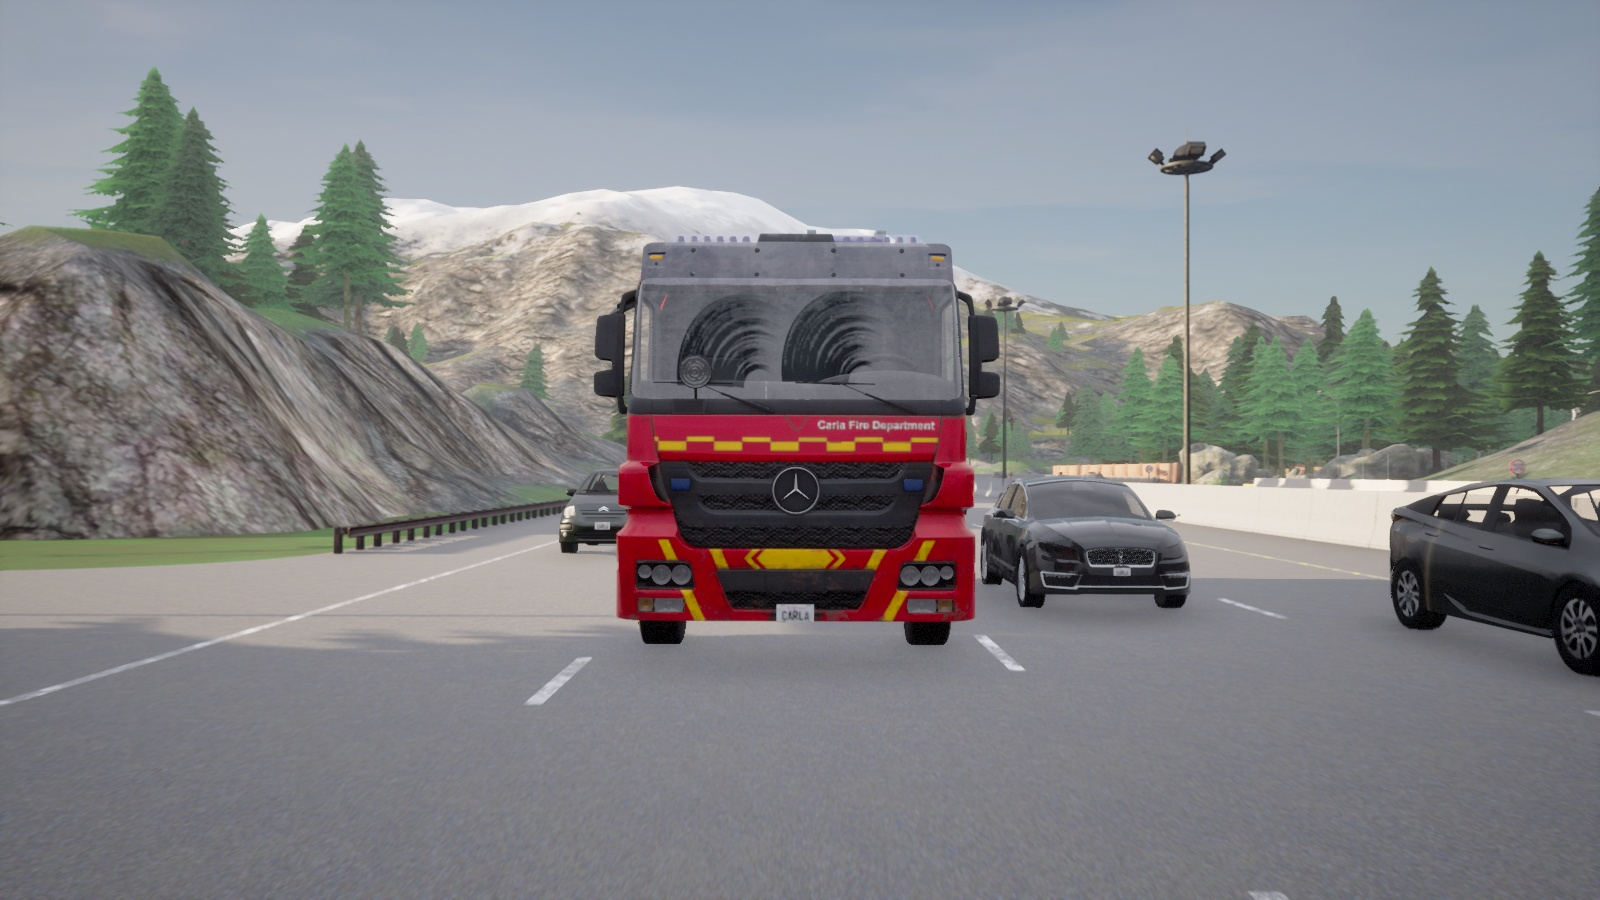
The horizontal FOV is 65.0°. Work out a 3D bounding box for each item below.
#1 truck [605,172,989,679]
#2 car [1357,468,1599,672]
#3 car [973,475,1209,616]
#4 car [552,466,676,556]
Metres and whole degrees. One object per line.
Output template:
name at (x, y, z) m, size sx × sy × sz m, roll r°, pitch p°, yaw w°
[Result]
truck at (-0.038, -0.120, 13.738) m, size 2.891 × 3.827 × 8.468 m, roll 0°, pitch -1°, yaw 0°
car at (6.973, 0.921, 11.166) m, size 2.007 × 1.525 × 4.514 m, roll 0°, pitch -1°, yaw 0°
car at (3.461, 1.072, 15.925) m, size 1.837 × 1.490 × 4.892 m, roll 0°, pitch -1°, yaw 0°
car at (-3.560, 1.140, 24.679) m, size 1.851 × 1.617 × 3.988 m, roll 0°, pitch -1°, yaw 0°
